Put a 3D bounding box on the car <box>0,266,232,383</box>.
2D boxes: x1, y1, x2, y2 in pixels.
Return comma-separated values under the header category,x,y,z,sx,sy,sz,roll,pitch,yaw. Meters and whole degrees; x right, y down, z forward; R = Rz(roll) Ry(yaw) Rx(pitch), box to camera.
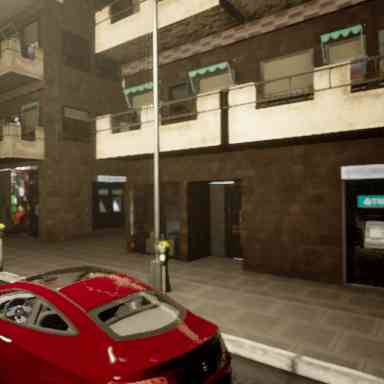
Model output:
category,x,y,z,sx,sy,sz,roll,pitch,yaw
car,-1.548,1.584,3.992,4.206,1.307,1.802,0,-1,36
